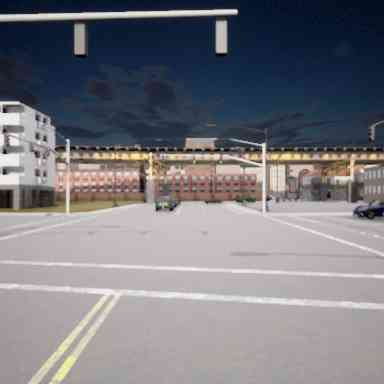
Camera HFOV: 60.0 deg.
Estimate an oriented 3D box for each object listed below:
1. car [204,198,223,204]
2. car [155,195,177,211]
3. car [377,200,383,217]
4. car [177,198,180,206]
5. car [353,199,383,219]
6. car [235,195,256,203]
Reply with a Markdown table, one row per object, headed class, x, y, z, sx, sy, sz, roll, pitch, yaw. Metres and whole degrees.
| class | x | y | z | sx | sy | sz | roll | pitch | yaw |
| --- | --- | --- | --- | --- | --- | --- | --- | --- | --- |
| car | 5.023 | 2.055 | 77.300 | 2.033 | 1.411 | 5.357 | 0 | 0 | 39 |
| car | -3.629 | 1.523 | 45.108 | 2.150 | 2.045 | 5.566 | 0 | 0 | 1 |
| car | 17.286 | 1.564 | 25.634 | 4.674 | 1.442 | 1.812 | -1 | 0 | 1 |
| car | -3.640 | 1.592 | 55.511 | 2.150 | 2.045 | 5.566 | 0 | 0 | 0 |
| car | 16.594 | 1.425 | 29.131 | 4.553 | 1.767 | 2.097 | -1 | 0 | 1 |
| car | 13.438 | 1.782 | 83.585 | 5.566 | 2.045 | 2.150 | 0 | 0 | -24 |
